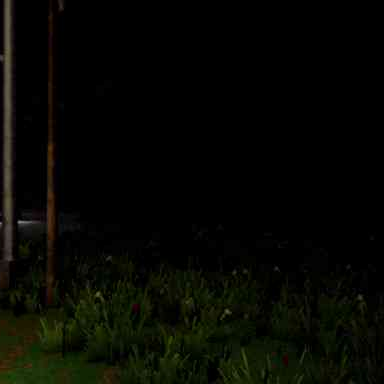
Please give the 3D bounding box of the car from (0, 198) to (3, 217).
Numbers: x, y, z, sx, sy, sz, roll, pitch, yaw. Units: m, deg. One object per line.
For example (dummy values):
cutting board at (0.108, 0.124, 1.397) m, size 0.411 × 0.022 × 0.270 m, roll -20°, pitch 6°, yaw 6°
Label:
car at (-15.495, 1.477, 26.857) m, size 1.837 × 1.490 × 4.892 m, roll 0°, pitch 0°, yaw -30°

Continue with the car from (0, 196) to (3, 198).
car at (-26.083, 1.325, 43.650) m, size 4.553 × 1.767 × 2.097 m, roll 0°, pitch 0°, yaw 39°
